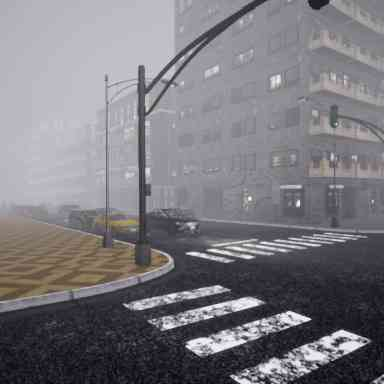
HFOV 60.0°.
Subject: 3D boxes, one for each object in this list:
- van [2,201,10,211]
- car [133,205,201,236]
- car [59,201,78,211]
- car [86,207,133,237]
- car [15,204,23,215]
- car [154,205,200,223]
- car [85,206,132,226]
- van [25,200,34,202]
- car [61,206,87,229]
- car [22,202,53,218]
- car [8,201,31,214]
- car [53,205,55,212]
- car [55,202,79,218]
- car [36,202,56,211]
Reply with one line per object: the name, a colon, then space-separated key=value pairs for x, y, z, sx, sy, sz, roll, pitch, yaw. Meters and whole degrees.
van: x=-31.634 y=2.433 z=57.378 sx=1.690 sy=1.788 sz=3.998 roll=-2 pitch=0 yaw=-36
car: x=-1.416 y=1.775 z=20.649 sx=2.128 sy=1.511 sz=4.902 roll=-1 pitch=-1 yaw=-36
car: x=-21.532 y=2.367 z=57.785 sx=1.967 sy=1.590 sz=4.097 roll=-2 pitch=0 yaw=-36
car: x=-4.747 y=1.865 z=20.792 sx=1.752 sy=1.417 sz=4.829 roll=-2 pitch=0 yaw=-36
car: x=-21.584 y=2.392 z=43.709 sx=1.802 sy=1.307 sz=4.206 roll=-2 pitch=0 yaw=-36
car: x=-1.443 y=1.915 z=30.447 sx=2.008 sy=1.369 sz=4.403 roll=-2 pitch=0 yaw=-36
car: x=-7.274 y=1.994 z=28.622 sx=2.033 sy=1.411 sz=5.357 roll=-1 pitch=-1 yaw=-37
van: x=-41.621 y=2.832 z=85.123 sx=1.690 sy=1.788 sz=3.998 roll=-2 pitch=0 yaw=-36
car: x=-8.194 y=2.002 z=25.484 sx=1.947 sy=1.339 sz=4.313 roll=-2 pitch=0 yaw=-36
car: x=-18.237 y=2.262 z=39.153 sx=1.887 sy=1.381 sz=4.507 roll=-2 pitch=0 yaw=-36
car: x=-24.933 y=2.449 z=48.265 sx=1.887 sy=1.381 sz=4.507 roll=-2 pitch=0 yaw=-36
car: x=-19.685 y=2.402 z=50.910 sx=1.994 sy=1.385 sz=4.181 roll=-1 pitch=-1 yaw=-36
car: x=-13.230 y=2.118 z=36.751 sx=1.837 sy=1.490 sz=4.892 roll=-1 pitch=-1 yaw=-36
car: x=-26.438 y=2.519 z=60.122 sx=2.128 sy=1.511 sz=4.902 roll=-1 pitch=-1 yaw=-37
